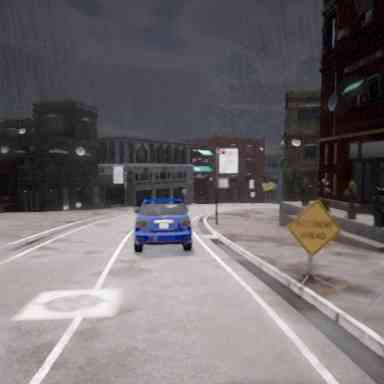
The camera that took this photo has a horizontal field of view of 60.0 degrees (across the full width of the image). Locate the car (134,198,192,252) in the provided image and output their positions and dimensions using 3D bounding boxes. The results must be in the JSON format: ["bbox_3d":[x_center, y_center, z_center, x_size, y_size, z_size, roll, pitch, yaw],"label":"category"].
[{"bbox_3d":[-1.265,1.279,14.155,2.150,2.045,5.566,0,0,-6],"label":"car"}]

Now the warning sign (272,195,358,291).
[{"bbox_3d":[2.702,1.092,7.457,1.300,1.860,1.060,4,4,-7],"label":"warning sign"}]

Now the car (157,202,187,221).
[{"bbox_3d":[-1.634,1.615,28.791,1.812,1.442,4.674,0,0,5],"label":"car"}]
